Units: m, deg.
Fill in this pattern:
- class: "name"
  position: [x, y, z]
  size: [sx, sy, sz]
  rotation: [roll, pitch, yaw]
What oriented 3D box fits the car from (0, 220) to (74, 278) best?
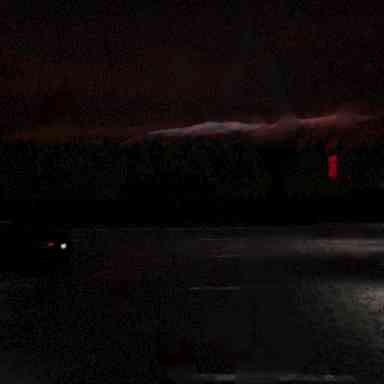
- class: "car"
  position: [-5.625, 1.529, 9.497]
  size: [4.181, 1.385, 1.994]
  rotation: [-1, 1, 2]
